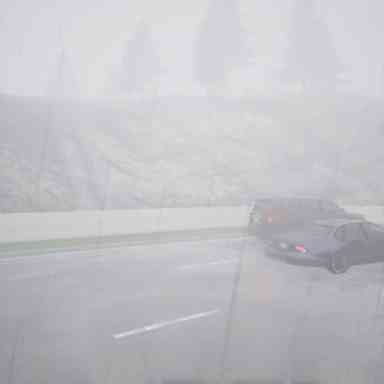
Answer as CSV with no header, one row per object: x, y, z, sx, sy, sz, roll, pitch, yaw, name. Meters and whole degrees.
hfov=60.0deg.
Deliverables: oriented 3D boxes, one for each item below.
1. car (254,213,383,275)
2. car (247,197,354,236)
4.832,1.554,10.355,5.357,1.411,2.033,0,0,-25,car
5.066,1.230,14.439,5.566,2.045,2.150,0,0,-23,car
